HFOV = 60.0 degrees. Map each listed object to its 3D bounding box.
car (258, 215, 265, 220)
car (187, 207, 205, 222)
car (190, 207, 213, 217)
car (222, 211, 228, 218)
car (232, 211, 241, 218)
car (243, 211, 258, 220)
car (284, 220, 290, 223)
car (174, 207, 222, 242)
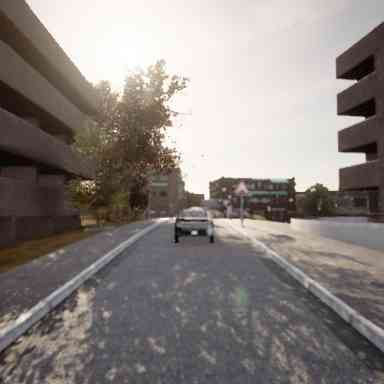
[{"bbox_3d":[13.653,5.670,72.596,1.946,1.575,5.366,8,-6,-30],"label":"car"},{"bbox_3d":[0.452,2.323,34.576,1.812,1.442,4.674,0,-4,2],"label":"car"},{"bbox_3d":[1.971,4.348,70.289,2.435,2.045,5.566,3,-5,-30],"label":"car"},{"bbox_3d":[4.850,4.659,70.869,2.185,1.767,4.553,5,-6,-31],"label":"car"},{"bbox_3d":[7.823,4.925,71.361,2.185,1.767,4.553,7,-6,-30],"label":"car"},{"bbox_3d":[10.820,5.110,71.914,2.435,2.045,5.566,8,-6,-30],"label":"car"},{"bbox_3d":[22.624,6.619,73.946,2.002,1.452,4.674,8,-6,-29],"label":"car"},{"bbox_3d":[0.112,1.572,16.672,2.128,1.511,4.902,0,-1,0],"label":"car"}]
